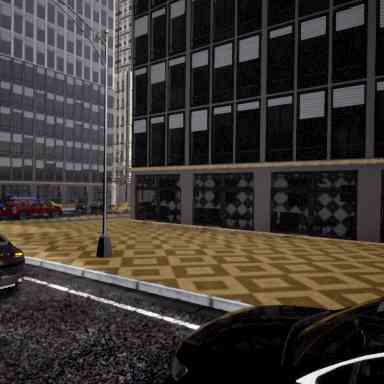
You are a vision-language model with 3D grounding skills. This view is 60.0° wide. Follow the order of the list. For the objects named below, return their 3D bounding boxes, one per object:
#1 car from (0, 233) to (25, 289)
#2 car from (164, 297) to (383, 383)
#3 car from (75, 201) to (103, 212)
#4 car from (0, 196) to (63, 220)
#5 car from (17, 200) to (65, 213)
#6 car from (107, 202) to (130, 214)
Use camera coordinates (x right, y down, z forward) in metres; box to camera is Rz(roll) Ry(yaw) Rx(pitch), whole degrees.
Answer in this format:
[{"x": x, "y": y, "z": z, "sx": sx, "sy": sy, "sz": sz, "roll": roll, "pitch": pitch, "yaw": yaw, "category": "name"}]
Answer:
[{"x": -5.861, "y": 1.501, "z": 7.896, "sx": 4.892, "sy": 1.490, "sz": 1.837, "roll": 0, "pitch": 0, "yaw": 36, "category": "car"}, {"x": 1.994, "y": 1.505, "z": 2.252, "sx": 4.892, "sy": 1.490, "sz": 1.837, "roll": 0, "pitch": 0, "yaw": 36, "category": "car"}, {"x": -12.274, "y": 1.808, "z": 41.884, "sx": 1.895, "sy": 1.301, "sz": 4.718, "roll": 1, "pitch": 0, "yaw": 37, "category": "car"}, {"x": -14.153, "y": 1.519, "z": 29.660, "sx": 2.192, "sy": 1.841, "sz": 5.009, "roll": 1, "pitch": 0, "yaw": 37, "category": "car"}, {"x": -17.616, "y": 1.643, "z": 39.048, "sx": 1.752, "sy": 1.417, "sz": 4.829, "roll": 1, "pitch": 0, "yaw": 37, "category": "car"}, {"x": -7.322, "y": 1.830, "z": 38.847, "sx": 1.752, "sy": 1.417, "sz": 4.829, "roll": 1, "pitch": 0, "yaw": 37, "category": "car"}]
